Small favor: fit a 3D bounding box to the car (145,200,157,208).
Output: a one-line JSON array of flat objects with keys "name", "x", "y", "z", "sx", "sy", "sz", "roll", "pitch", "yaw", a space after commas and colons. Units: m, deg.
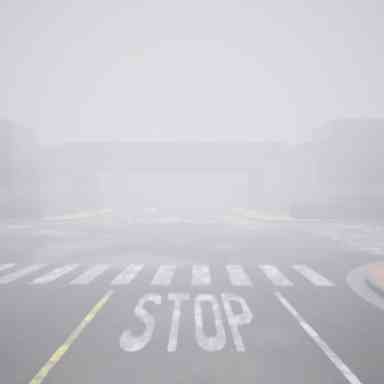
[{"name": "car", "x": -7.649, "y": 2.208, "z": 63.004, "sx": 2.128, "sy": 1.511, "sz": 4.902, "roll": 0, "pitch": -1, "yaw": 0}]
